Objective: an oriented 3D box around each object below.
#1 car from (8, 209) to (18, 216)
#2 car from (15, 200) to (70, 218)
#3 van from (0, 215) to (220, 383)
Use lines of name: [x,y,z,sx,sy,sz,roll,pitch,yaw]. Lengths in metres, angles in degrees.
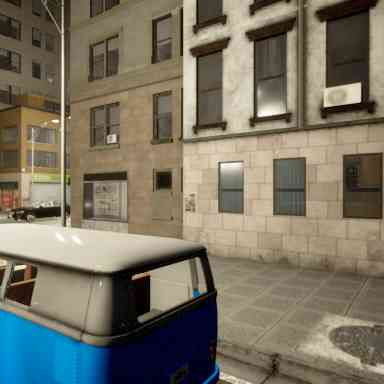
car: [-6.162,1.315,7.062,5.009,1.841,2.192,0,0,35]
car: [-11.453,1.418,25.581,2.128,1.511,4.902,0,0,35]
van: [-1.626,1.341,3.931,3.998,1.788,1.690,0,0,35]
